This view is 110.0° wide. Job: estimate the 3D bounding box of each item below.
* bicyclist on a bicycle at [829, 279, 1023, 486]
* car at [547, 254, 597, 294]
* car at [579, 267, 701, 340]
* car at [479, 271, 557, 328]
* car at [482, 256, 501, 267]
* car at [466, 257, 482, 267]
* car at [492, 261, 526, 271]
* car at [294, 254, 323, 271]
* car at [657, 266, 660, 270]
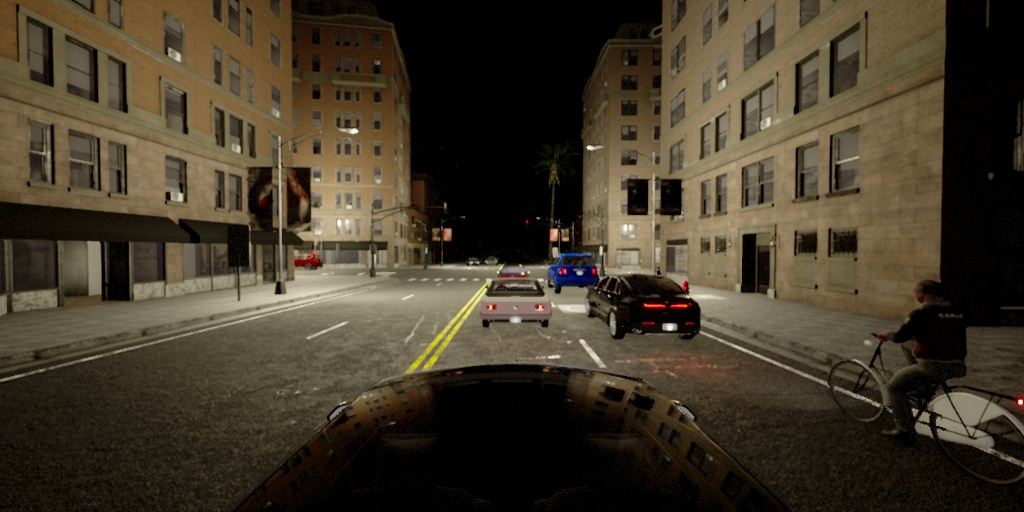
[{"bbox_3d":[4.143,1.112,3.770,0.659,1.776,1.843,0,1,0],"label":"bicyclist on a bicycle"},{"bbox_3d":[3.232,0.897,19.796,2.150,2.045,5.566,0,0,0],"label":"car"},{"bbox_3d":[3.297,1.221,9.889,1.837,1.490,4.892,0,0,0],"label":"car"},{"bbox_3d":[0.092,1.312,11.232,1.895,1.301,4.718,0,0,0],"label":"car"},{"bbox_3d":[-3.375,0.864,60.370,2.097,1.767,4.553,0,0,0],"label":"car"},{"bbox_3d":[-6.625,1.004,60.411,2.128,1.511,4.902,0,0,0],"label":"car"},{"bbox_3d":[0.082,1.219,20.800,2.033,1.411,5.357,0,0,0],"label":"car"},{"bbox_3d":[-23.933,0.683,40.149,5.009,1.841,2.192,0,0,-9],"label":"car"},{"bbox_3d":[16.175,1.382,34.697,4.313,1.339,1.948,0,0,0],"label":"car"}]
